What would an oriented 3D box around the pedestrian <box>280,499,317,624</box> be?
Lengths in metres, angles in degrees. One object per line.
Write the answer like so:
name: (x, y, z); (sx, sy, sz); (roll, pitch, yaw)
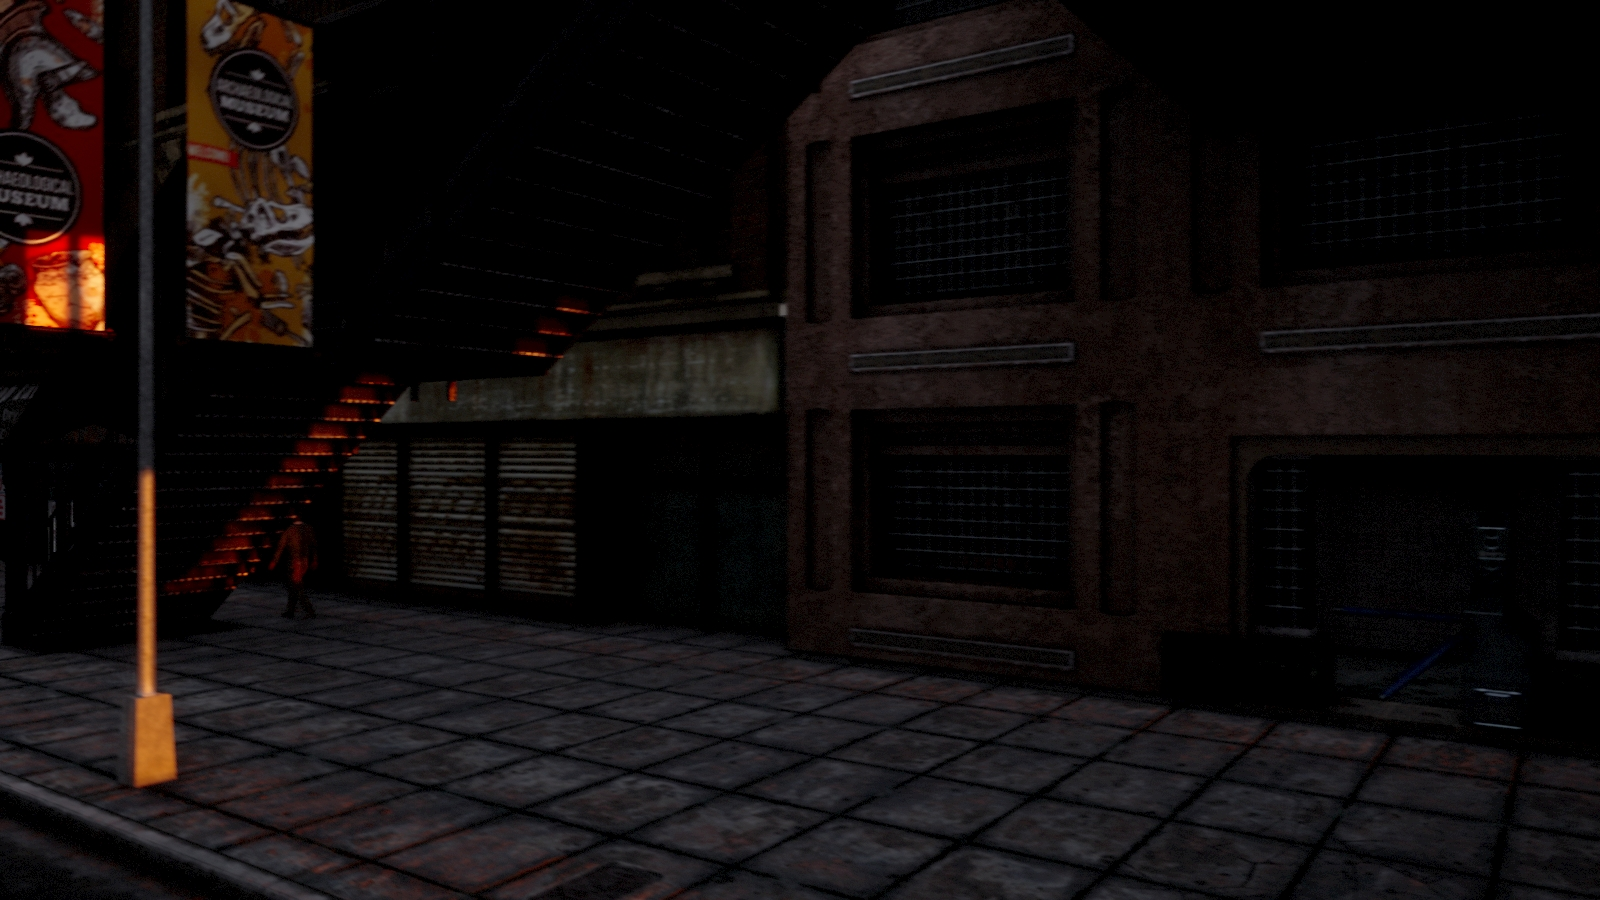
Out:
pedestrian: (-7.670, 1.696, 17.483); (0.375, 1.860, 0.375); (0, 0, 34)
